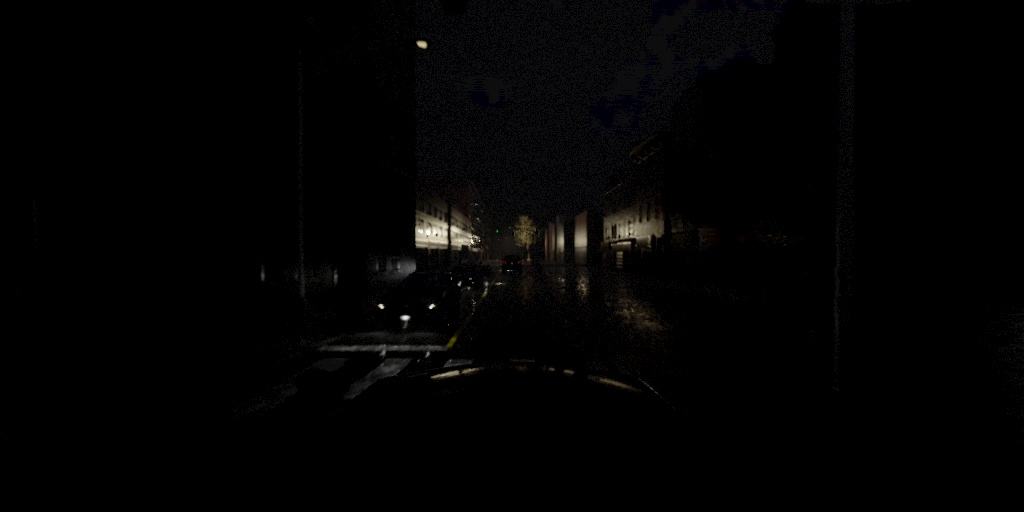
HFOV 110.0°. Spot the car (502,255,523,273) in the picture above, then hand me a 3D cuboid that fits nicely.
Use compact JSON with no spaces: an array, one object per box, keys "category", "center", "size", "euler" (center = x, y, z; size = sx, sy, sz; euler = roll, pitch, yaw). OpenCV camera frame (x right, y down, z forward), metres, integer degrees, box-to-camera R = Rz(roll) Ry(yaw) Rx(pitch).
[{"category":"car","center":[0.019,0.842,40.146],"size":[2.150,2.045,5.566],"euler":[0,1,0]}]

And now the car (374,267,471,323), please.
[{"category":"car","center":[-2.848,1.257,12.233],"size":[2.033,1.411,5.357],"euler":[0,0,0]}]

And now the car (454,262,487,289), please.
[{"category":"car","center":[-2.849,1.179,22.391],"size":[1.837,1.490,4.892],"euler":[0,0,0]}]

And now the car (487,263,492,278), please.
[{"category":"car","center":[-2.847,1.240,32.566],"size":[1.895,1.301,4.718],"euler":[0,0,0]}]
